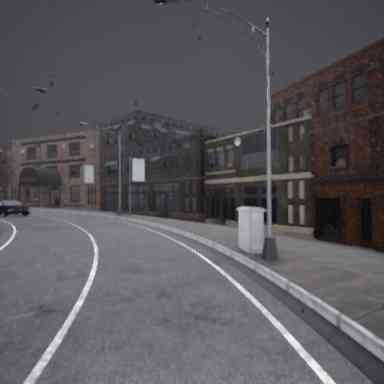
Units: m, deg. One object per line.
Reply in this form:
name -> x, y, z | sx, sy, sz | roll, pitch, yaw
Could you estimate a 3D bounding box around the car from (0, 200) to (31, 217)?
car -> -16.196, 1.417, 29.569 | 5.357, 1.411, 2.033 | 1, 0, 44
